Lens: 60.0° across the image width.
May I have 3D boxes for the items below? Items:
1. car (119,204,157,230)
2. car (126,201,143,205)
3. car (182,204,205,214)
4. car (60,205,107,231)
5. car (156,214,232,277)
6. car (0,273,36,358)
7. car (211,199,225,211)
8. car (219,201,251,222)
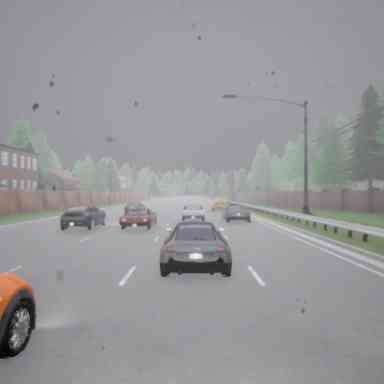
[{"bbox_3d":[-3.401,1.692,21.927,1.895,1.301,4.718,0,0,0],"label":"car"},{"bbox_3d":[-6.899,1.730,40.255,1.994,1.385,4.181,0,0,0],"label":"car"},{"bbox_3d":[0.100,1.720,28.536,1.895,1.301,4.718,0,0,0],"label":"car"},{"bbox_3d":[-6.900,1.593,21.512,1.837,1.490,4.892,0,0,0],"label":"car"},{"bbox_3d":[0.099,1.608,10.452,1.994,1.385,4.181,0,0,0],"label":"car"},{"bbox_3d":[-3.401,1.365,3.197,2.097,1.767,4.553,0,0,0],"label":"car"},{"bbox_3d":[3.580,1.664,44.271,1.882,1.535,5.008,0,0,0],"label":"car"},{"bbox_3d":[3.568,1.681,27.347,1.994,1.385,4.181,0,0,0],"label":"car"}]
